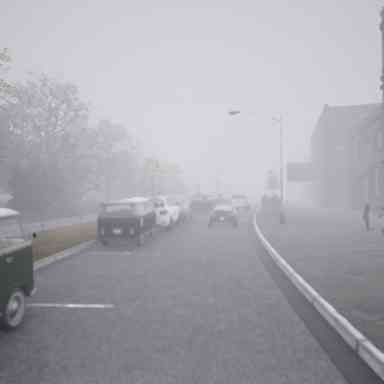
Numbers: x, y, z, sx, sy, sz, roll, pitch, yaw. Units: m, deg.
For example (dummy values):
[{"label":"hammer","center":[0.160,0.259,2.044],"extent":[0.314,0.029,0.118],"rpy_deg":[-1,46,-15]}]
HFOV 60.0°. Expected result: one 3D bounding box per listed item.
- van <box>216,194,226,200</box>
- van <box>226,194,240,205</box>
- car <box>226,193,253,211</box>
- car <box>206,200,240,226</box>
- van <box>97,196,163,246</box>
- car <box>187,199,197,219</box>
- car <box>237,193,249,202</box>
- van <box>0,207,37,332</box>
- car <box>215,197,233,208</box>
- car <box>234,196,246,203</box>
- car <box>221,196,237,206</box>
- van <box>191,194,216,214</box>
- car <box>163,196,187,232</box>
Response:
[{"label":"van","center":[3.486,1.339,46.961],"extent":[1.878,1.987,4.442],"rpy_deg":[-1,1,12]},{"label":"van","center":[7.995,1.379,64.086],"extent":[1.878,1.987,4.442],"rpy_deg":[-1,0,17]},{"label":"car","center":[6.014,1.273,41.418],"extent":[2.150,2.045,5.566],"rpy_deg":[0,-1,14]},{"label":"car","center":[2.319,1.553,23.744],"extent":[1.812,1.442,4.674],"rpy_deg":[0,0,9]},{"label":"van","center":[-2.792,1.268,15.334],"extent":[1.878,1.987,4.442],"rpy_deg":[-1,1,5]},{"label":"car","center":[-1.175,1.569,26.277],"extent":[2.002,1.452,4.674],"rpy_deg":[-1,1,10]},{"label":"car","center":[12.496,1.385,81.221],"extent":[2.435,2.045,5.566],"rpy_deg":[-1,0,15]},{"label":"van","center":[-3.622,1.246,4.179],"extent":[1.878,1.987,4.442],"rpy_deg":[-1,1,0]},{"label":"car","center":[5.142,1.602,53.259],"extent":[2.163,1.488,4.792],"rpy_deg":[-1,1,13]},{"label":"car","center":[10.782,1.655,74.697],"extent":[2.002,1.452,4.674],"rpy_deg":[-1,0,15]},{"label":"car","center":[6.544,1.577,58.589],"extent":[2.231,1.521,4.892],"rpy_deg":[-1,1,13]},{"label":"van","center":[1.102,1.325,37.299],"extent":[1.878,1.987,4.442],"rpy_deg":[-1,1,12]},{"label":"car","center":[-2.085,1.262,20.791],"extent":[2.435,2.045,5.566],"rpy_deg":[-1,1,6]}]
